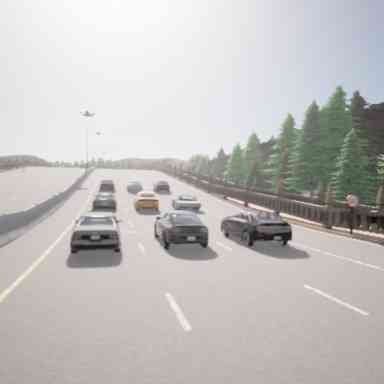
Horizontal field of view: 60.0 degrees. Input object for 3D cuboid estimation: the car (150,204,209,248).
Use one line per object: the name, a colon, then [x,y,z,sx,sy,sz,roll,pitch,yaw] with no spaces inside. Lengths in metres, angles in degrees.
car: [-0.562,1.546,14.923,1.812,1.442,4.674,1,1,-14]

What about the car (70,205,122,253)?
car: [-3.872,1.523,13.709,2.033,1.411,5.357,1,1,-14]

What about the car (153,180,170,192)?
car: [-4.097,-0.863,44.534,1.837,1.490,4.892,1,7,-14]

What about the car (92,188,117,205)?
car: [-7.457,0.726,28.521,1.994,1.385,4.181,1,5,-13]

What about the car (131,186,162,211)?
car: [-4.087,0.679,29.489,1.882,1.535,5.008,1,5,-13]

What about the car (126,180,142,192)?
car: [-7.499,-0.899,43.714,1.812,1.442,4.674,1,7,-14]

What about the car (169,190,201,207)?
car: [-0.615,0.884,29.994,1.895,1.301,4.718,1,5,-13]

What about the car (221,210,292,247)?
car: [2.855,1.570,15.680,2.128,1.511,4.902,1,1,-14]

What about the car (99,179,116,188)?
car: [-10.899,-1.000,42.888,1.882,1.535,5.008,1,7,-14]
